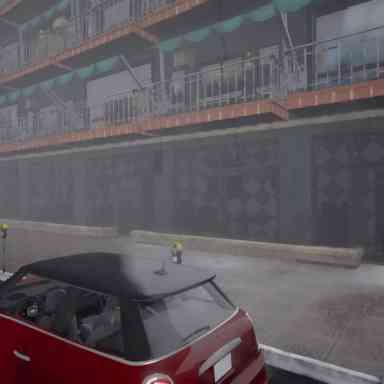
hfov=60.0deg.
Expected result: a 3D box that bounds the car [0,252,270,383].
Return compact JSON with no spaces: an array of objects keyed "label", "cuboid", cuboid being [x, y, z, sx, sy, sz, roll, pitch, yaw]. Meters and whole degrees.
[{"label":"car","cuboid":[-1.331,1.440,3.817,4.097,1.590,1.967,0,0,35]}]
